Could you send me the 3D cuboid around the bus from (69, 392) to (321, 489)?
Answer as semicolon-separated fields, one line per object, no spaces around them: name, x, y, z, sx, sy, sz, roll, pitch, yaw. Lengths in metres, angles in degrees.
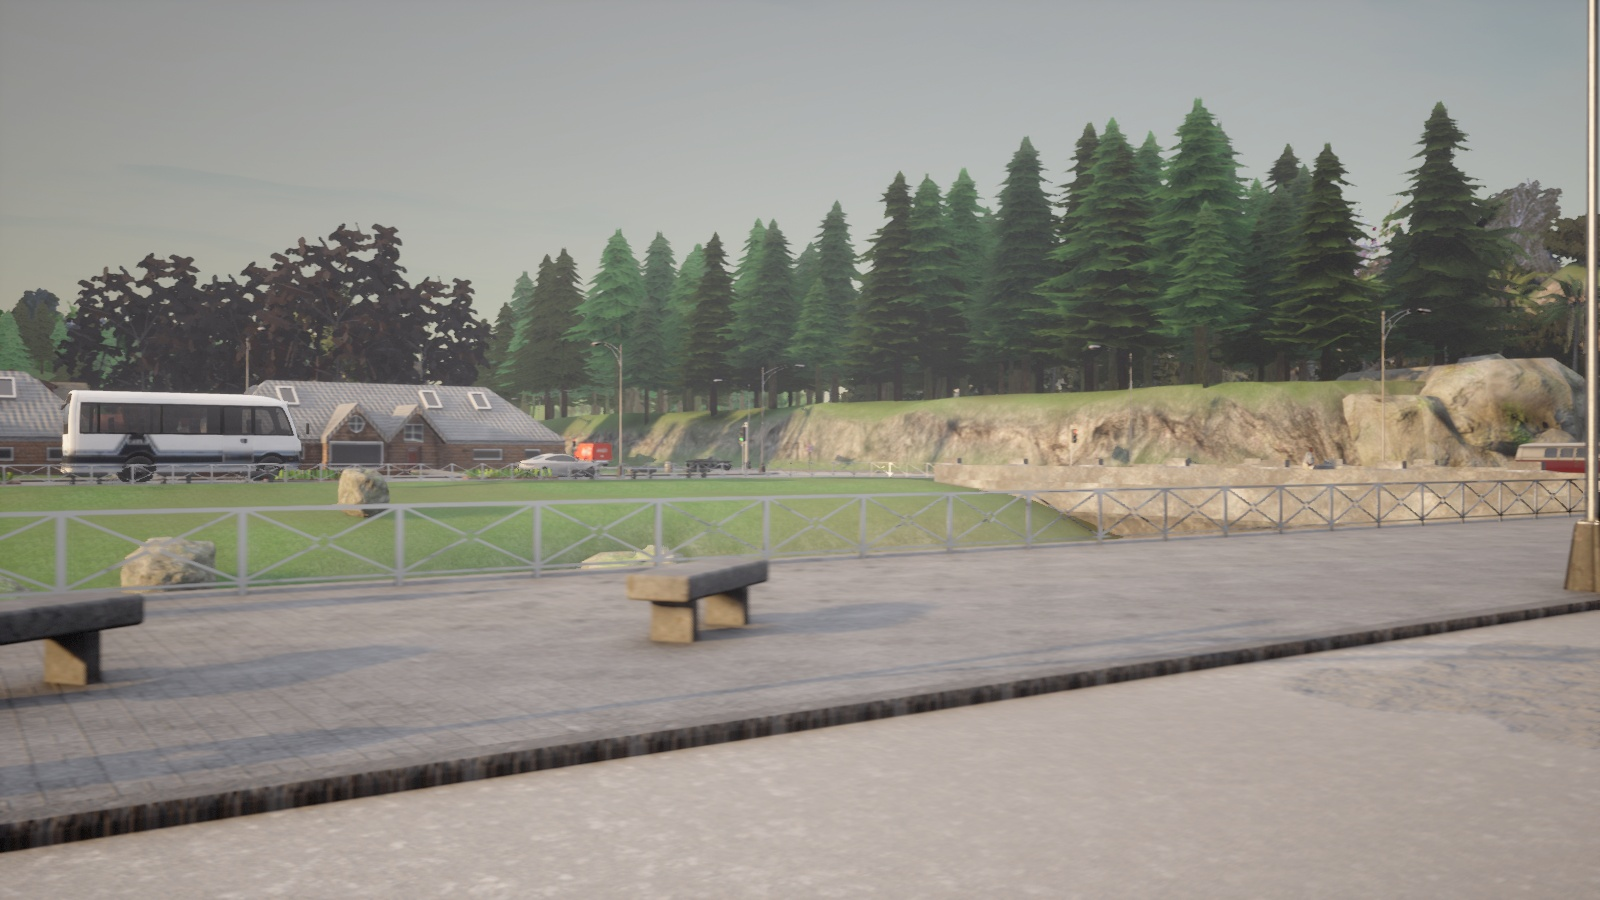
bus;-28.543;-0.425;59.528;10.273;4.253;3.944;0;0;-35

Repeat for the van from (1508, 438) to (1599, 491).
van;30.323;0.553;48.950;1.775;1.987;4.442;0;0;-35

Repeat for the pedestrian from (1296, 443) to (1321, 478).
pedestrian;27.232;0.562;67.202;0.874;1.855;0.900;0;0;-34

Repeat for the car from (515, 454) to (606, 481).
car;-13.334;0.971;70.104;4.674;1.442;1.812;0;0;-35
